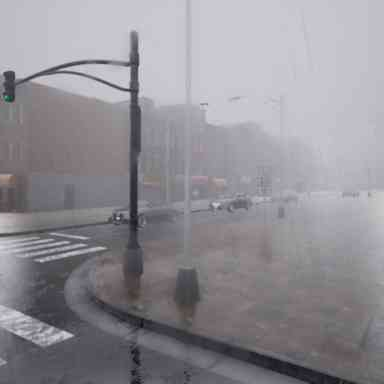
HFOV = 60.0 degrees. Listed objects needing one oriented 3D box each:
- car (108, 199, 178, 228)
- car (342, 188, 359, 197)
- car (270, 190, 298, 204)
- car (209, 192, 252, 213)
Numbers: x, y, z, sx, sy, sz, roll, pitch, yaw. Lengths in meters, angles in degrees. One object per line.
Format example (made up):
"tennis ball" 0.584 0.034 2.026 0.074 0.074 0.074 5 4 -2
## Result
"car" -2.640 1.122 18.753 1.994 1.385 4.181 1 2 36
"car" 25.048 0.085 52.483 2.033 1.411 5.357 0 2 35
"car" 10.297 0.520 36.877 1.812 1.442 4.674 1 2 36
"car" 3.193 0.789 26.933 2.128 1.511 4.902 0 2 35
